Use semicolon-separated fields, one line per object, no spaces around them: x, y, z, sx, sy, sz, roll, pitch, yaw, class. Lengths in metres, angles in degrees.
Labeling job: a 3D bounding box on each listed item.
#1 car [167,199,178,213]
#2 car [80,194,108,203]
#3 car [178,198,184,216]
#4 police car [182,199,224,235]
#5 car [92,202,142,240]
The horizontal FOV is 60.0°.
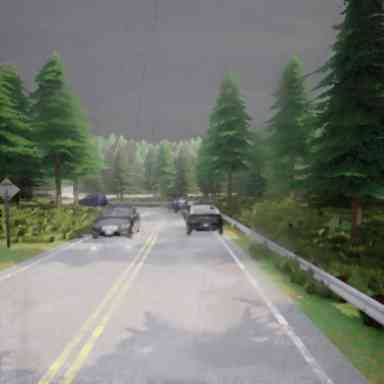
-1.285;1.406;35.145;1.812;1.442;4.674;-2;1;-18;car
-15.669;1.420;52.191;5.566;2.045;2.150;-2;3;32;car
0.111;1.397;28.787;1.882;1.535;5.008;-1;0;-7;car
0.590;1.380;18.675;1.930;1.638;5.238;0;0;-2;police car
-3.665;1.465;16.805;2.128;1.511;4.902;0;0;-2;car
